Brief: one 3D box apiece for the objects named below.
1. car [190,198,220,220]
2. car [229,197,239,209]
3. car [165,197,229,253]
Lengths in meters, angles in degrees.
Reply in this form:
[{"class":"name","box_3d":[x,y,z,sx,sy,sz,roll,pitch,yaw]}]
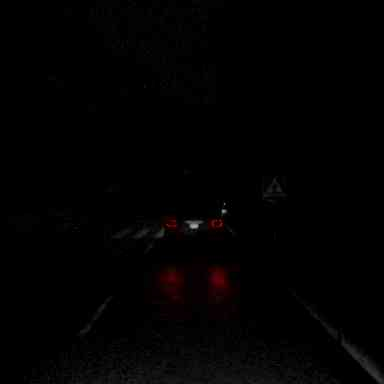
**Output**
[{"class":"car","box_3d":[1.259,1.458,29.950,2.097,1.767,4.553,0,0,10]},{"class":"car","box_3d":[4.879,1.555,47.205,2.097,1.767,4.553,-1,-1,36]},{"class":"car","box_3d":[0.089,1.265,13.984,2.150,2.045,5.566,0,0,0]}]
